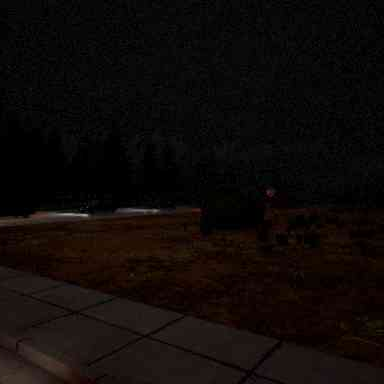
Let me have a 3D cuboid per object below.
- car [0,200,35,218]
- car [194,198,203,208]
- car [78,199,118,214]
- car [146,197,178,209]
[{"bbox_3d":[-16.146,1.504,28.609,1.882,1.535,5.008,0,0,36],"label":"car"},{"bbox_3d":[2.226,1.532,47.226,1.837,1.490,4.892,0,0,36],"label":"car"},{"bbox_3d":[-10.224,1.552,36.606,1.812,1.442,4.674,0,0,37],"label":"car"},{"bbox_3d":[-4.010,1.504,44.993,1.882,1.535,5.008,0,0,37],"label":"car"}]
